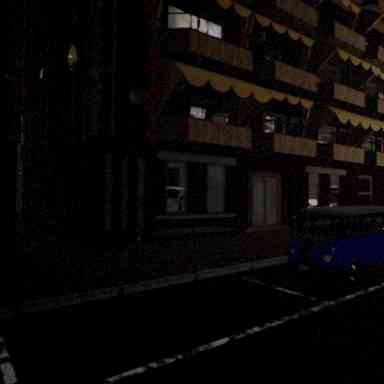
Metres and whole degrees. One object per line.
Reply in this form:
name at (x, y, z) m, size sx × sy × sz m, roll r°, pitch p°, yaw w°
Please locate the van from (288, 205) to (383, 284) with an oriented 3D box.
van at (4.398, 1.288, 9.198) m, size 3.998 × 1.788 × 1.690 m, roll 0°, pitch 2°, yaw -35°
